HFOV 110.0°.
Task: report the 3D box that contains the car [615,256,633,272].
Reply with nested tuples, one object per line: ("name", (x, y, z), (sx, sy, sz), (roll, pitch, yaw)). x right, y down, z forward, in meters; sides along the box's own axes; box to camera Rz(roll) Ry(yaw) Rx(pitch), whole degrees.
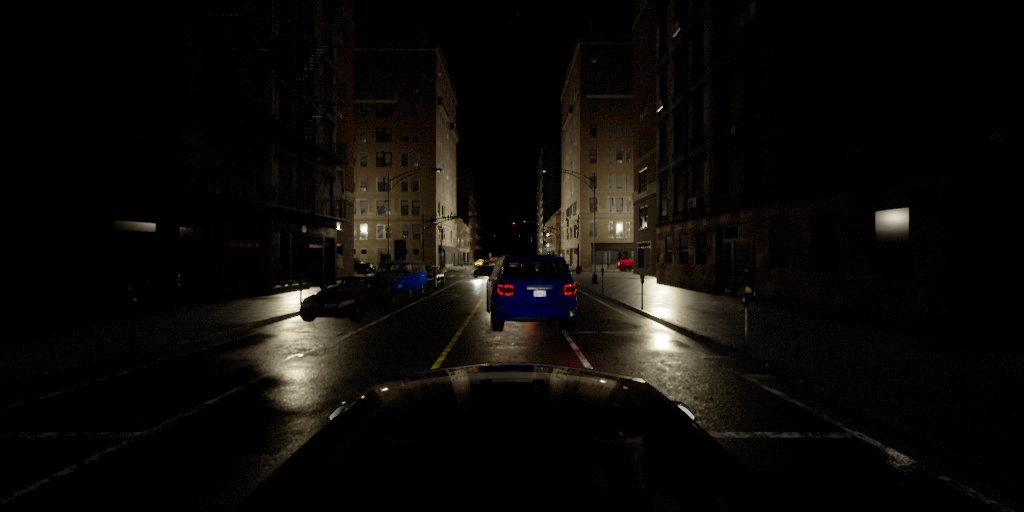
("car", (15.328, 0.877, 43.071), (5.566, 2.045, 2.150), (0, 0, 0))

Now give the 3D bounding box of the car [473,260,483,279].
("car", (-2.130, 1.314, 32.142), (1.994, 1.385, 4.181), (0, 0, 8))

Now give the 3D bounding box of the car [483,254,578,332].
("car", (0.360, 0.971, 11.051), (2.150, 2.045, 5.566), (0, 0, -6))

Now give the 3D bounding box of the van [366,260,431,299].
("van", (-5.393, 1.090, 17.614), (1.690, 1.789, 3.998), (0, 0, 0))

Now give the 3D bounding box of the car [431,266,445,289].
("car", (-5.392, 1.300, 23.020), (2.007, 1.370, 4.403), (0, 0, 0))

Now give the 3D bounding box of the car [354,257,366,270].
("car", (-18.233, 1.065, 40.064), (5.566, 2.045, 2.150), (0, 0, 0))

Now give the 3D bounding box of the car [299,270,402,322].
("car", (-5.394, 1.332, 12.208), (1.802, 1.307, 4.207), (0, 0, 0))
